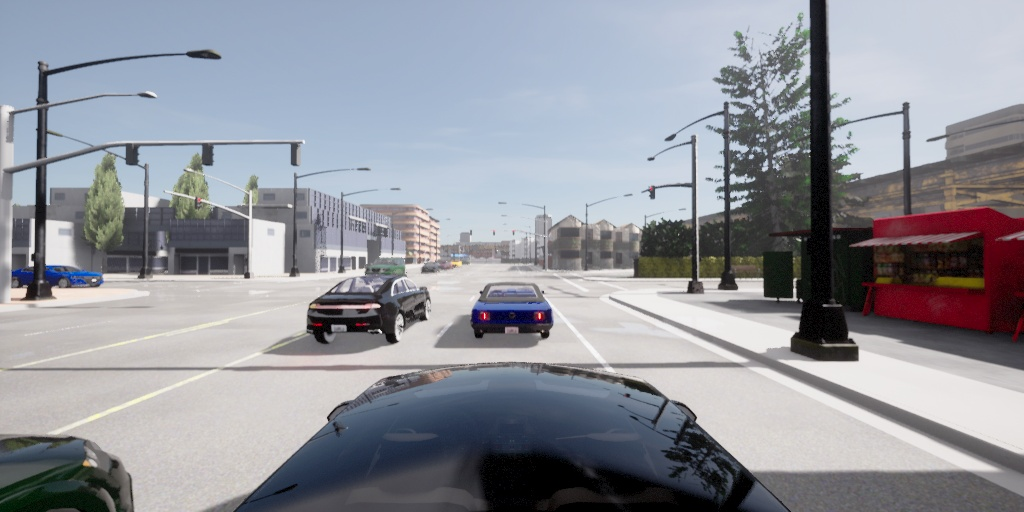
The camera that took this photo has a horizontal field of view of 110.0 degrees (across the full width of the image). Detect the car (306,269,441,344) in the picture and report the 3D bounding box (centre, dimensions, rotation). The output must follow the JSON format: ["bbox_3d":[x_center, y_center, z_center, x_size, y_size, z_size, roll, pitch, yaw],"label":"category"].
[{"bbox_3d":[-3.506,1.256,9.670,2.128,1.511,4.902,0,0,0],"label":"car"}]

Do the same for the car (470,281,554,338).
[{"bbox_3d":[-0.006,1.364,10.147,1.895,1.301,4.718,0,0,0],"label":"car"}]

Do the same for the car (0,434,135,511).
[{"bbox_3d":[-3.373,1.314,0.502,1.994,1.385,4.181,0,0,-1],"label":"car"}]

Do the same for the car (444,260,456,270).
[{"bbox_3d":[-11.139,1.673,60.748,1.812,1.442,4.674,0,0,0],"label":"car"}]

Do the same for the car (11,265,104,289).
[{"bbox_3d":[-29.735,1.313,23.381,5.008,1.535,1.882,0,-1,0],"label":"car"}]

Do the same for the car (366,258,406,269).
[{"bbox_3d":[-10.878,1.164,31.243,2.150,2.045,5.566,0,-1,-1],"label":"car"}]

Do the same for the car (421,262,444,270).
[{"bbox_3d":[-11.050,1.597,48.928,1.882,1.535,5.008,0,-1,0],"label":"car"}]
